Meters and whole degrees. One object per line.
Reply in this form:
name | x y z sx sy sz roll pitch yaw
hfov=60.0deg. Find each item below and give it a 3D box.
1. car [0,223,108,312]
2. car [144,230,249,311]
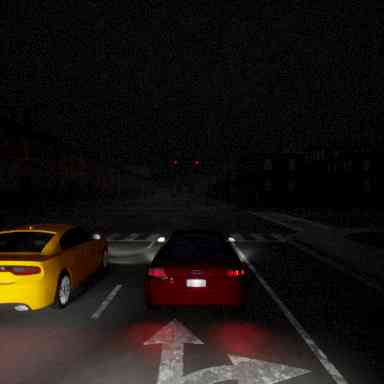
car | -3.385 1.478 7.860 1.882 1.535 5.008 0 0 0
car | 0.107 1.564 7.828 1.994 1.385 4.181 0 0 1
